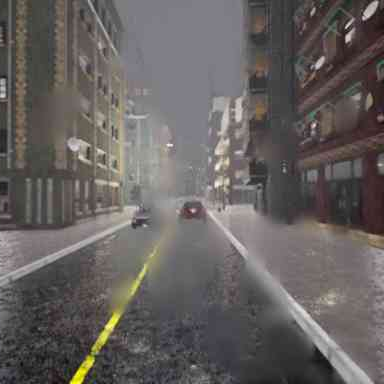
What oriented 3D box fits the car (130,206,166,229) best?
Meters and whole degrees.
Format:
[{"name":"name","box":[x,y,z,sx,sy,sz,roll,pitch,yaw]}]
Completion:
[{"name":"car","box":[-2.778,1.627,22.420,2.033,1.411,5.357,0,0,1]}]

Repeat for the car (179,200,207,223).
[{"name":"car","box":[0.092,1.449,26.638,2.097,1.767,4.553,0,0,0]}]
